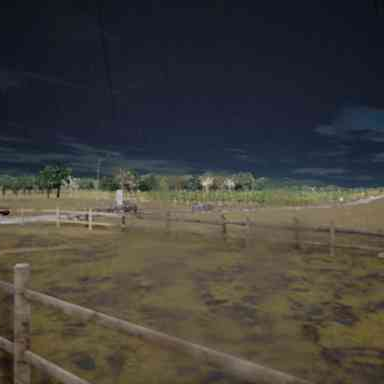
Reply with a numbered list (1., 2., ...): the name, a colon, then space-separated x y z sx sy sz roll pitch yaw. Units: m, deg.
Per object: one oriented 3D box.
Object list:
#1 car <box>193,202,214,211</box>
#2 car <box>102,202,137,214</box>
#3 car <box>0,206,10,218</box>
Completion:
1. car: 2.067 2.548 58.459 2.128 1.511 4.902 1 -1 35
2. car: -9.201 2.036 42.629 1.837 1.490 4.892 1 0 35
3. car: -18.757 1.639 29.106 1.882 1.535 5.008 1 0 36
